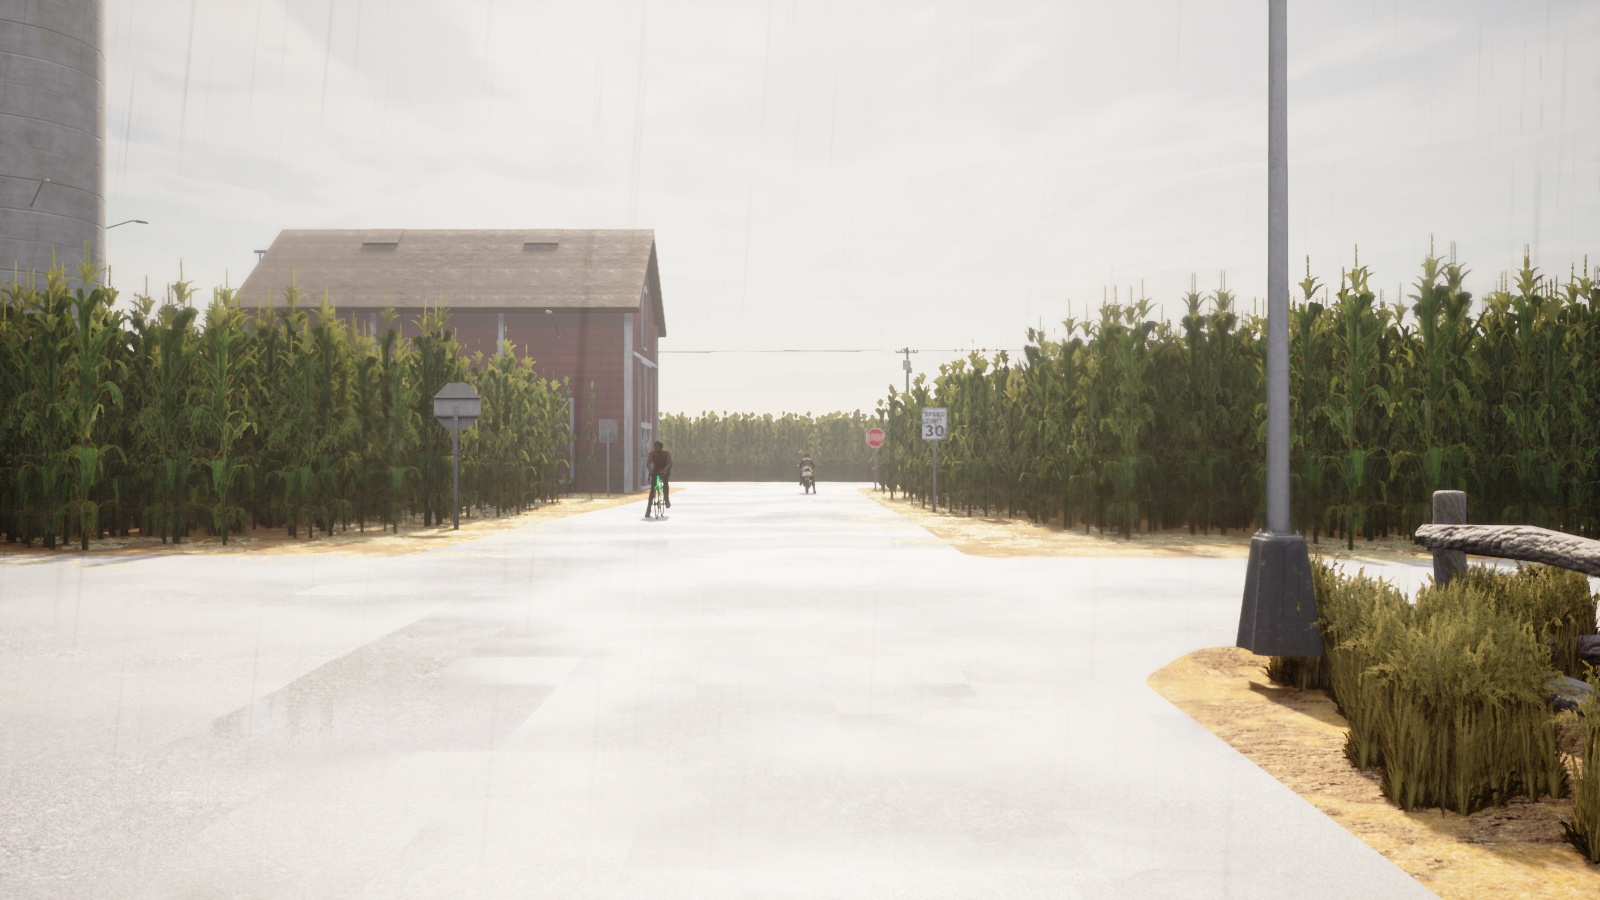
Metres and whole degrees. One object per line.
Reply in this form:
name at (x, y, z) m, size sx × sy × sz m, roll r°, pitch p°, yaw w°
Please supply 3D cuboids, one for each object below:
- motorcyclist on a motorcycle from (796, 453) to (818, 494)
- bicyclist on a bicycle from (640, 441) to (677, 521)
motorcyclist on a motorcycle at (0.268, 0.887, 47.508) m, size 0.797 × 1.523 × 2.044 m, roll 0°, pitch 0°, yaw 0°
bicyclist on a bicycle at (-2.945, 0.627, 26.313) m, size 0.582 × 1.620 × 1.656 m, roll 0°, pitch 0°, yaw 0°
